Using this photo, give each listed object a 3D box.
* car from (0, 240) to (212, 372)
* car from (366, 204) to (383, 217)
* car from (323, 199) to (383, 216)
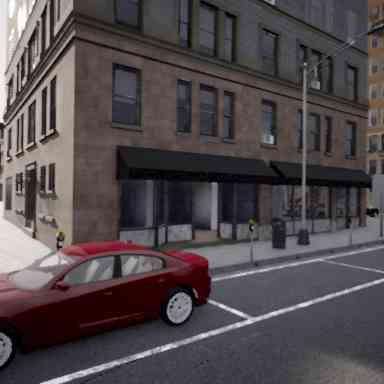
[{"bbox_3d":[-1.739,1.551,5.513,4.507,1.381,1.887,0,0,-35],"label":"car"},{"bbox_3d":[14.308,1.545,30.041,1.895,1.301,4.718,1,0,-35],"label":"car"},{"bbox_3d":[16.074,1.524,33.192,2.033,1.411,5.357,1,0,-35],"label":"car"}]
